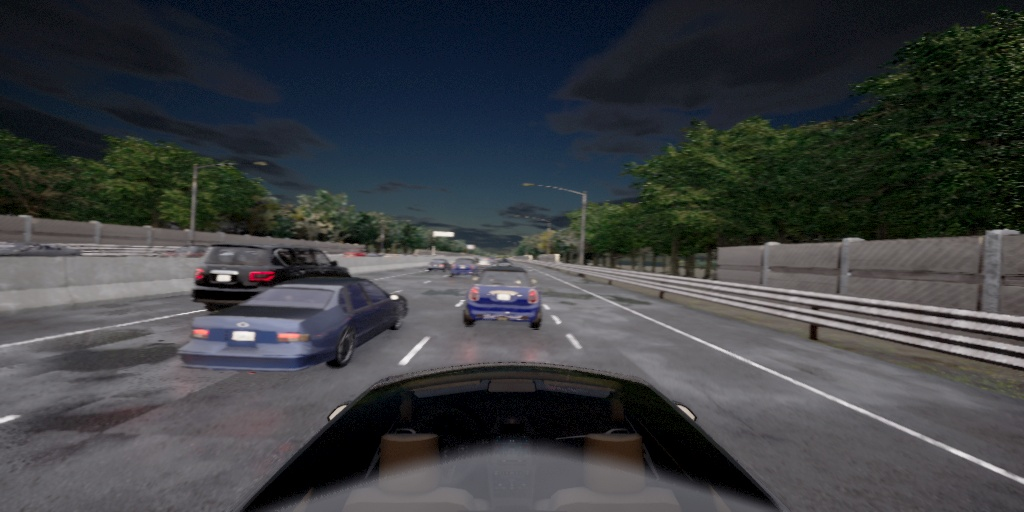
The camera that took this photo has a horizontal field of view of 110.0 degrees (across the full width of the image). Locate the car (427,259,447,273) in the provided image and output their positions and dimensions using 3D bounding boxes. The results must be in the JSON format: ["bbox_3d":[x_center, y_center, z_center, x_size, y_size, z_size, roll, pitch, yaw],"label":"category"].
[{"bbox_3d":[-7.778,1.022,38.748,2.033,1.411,5.357,3,0,-1],"label":"car"}]

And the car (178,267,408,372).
[{"bbox_3d":[-3.690,1.135,7.372,2.033,1.411,5.357,3,0,-1],"label":"car"}]

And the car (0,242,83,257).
[{"bbox_3d":[-28.480,-0.065,20.946,2.128,1.511,4.902,3,0,-1],"label":"car"}]

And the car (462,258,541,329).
[{"bbox_3d":[-0.261,1.111,11.631,2.097,1.767,4.553,3,0,-1],"label":"car"}]

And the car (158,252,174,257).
[{"bbox_3d":[-25.080,-0.027,28.231,2.097,1.767,4.553,3,0,-1],"label":"car"}]

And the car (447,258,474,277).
[{"bbox_3d":[-4.136,0.978,31.963,2.097,1.767,4.553,3,0,-1],"label":"car"}]

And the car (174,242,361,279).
[{"bbox_3d":[-7.246,0.649,11.623,2.150,2.045,5.566,3,0,-1],"label":"car"}]

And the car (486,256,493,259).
[{"bbox_3d":[-4.756,1.227,60.888,1.812,1.442,4.674,3,0,-1],"label":"car"}]
